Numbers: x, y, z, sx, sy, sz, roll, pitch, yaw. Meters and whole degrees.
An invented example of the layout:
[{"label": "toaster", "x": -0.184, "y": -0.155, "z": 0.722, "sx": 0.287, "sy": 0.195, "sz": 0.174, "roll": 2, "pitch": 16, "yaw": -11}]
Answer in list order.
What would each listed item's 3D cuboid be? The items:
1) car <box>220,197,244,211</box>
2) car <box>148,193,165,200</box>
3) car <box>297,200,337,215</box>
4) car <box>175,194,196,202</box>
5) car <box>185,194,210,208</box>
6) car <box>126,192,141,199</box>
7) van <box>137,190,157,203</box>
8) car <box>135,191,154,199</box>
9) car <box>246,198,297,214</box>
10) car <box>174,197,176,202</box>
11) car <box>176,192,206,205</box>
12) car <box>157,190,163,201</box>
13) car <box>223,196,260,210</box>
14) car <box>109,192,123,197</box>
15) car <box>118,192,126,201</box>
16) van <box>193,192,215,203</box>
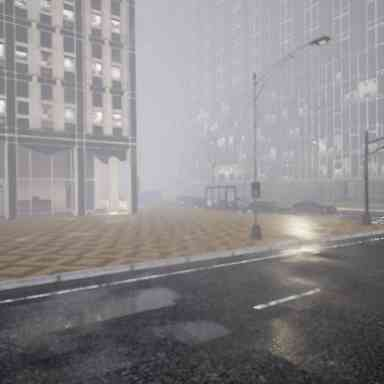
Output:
[{"label": "car", "x": 4.583, "y": 1.412, "z": 37.722, "sx": 1.802, "sy": 1.307, "sz": 4.206, "roll": 0, "pitch": 1, "yaw": -34}, {"label": "car", "x": -7.627, "y": 0.966, "z": 70.672, "sx": 1.802, "sy": 1.307, "sz": 4.206, "roll": 0, "pitch": 1, "yaw": -34}, {"label": "car", "x": 11.721, "y": 1.432, "z": 32.040, "sx": 1.994, "sy": 1.385, "sz": 4.181, "roll": -1, "pitch": 1, "yaw": -34}, {"label": "car", "x": -1.219, "y": 1.074, "z": 61.283, "sx": 1.802, "sy": 1.307, "sz": 4.206, "roll": 0, "pitch": 1, "yaw": -34}, {"label": "car", "x": 1.427, "y": 1.343, "z": 42.449, "sx": 1.947, "sy": 1.339, "sz": 4.313, "roll": 0, "pitch": 1, "yaw": -34}, {"label": "car", "x": -14.036, "y": 0.716, "z": 80.059, "sx": 1.967, "sy": 1.590, "sz": 4.097, "roll": 0, "pitch": 1, "yaw": -34}, {"label": "van", "x": -8.140, "y": 0.960, "z": 56.558, "sx": 1.690, "sy": 1.788, "sz": 3.998, "roll": 0, "pitch": 1, "yaw": -34}, {"label": "car", "x": -10.831, "y": 0.645, "z": 75.363, "sx": 2.192, "sy": 1.841, "sz": 5.009, "roll": 0, "pitch": 1, "yaw": -34}, {"label": "car", "x": 7.773, "y": 1.448, "z": 33.016, "sx": 1.947, "sy": 1.339, "sz": 4.313, "roll": 0, "pitch": 1, "yaw": -34}, {"label": "car", "x": -1.296, "y": 1.071, "z": 56.789, "sx": 1.837, "sy": 1.490, "sz": 4.892, "roll": -1, "pitch": 1, "yaw": -34}, {"label": "car", "x": 0.127, "y": 1.185, "z": 49.050, "sx": 1.837, "sy": 1.490, "sz": 4.892, "roll": -1, "pitch": 1, "yaw": -34}, {"label": "car", "x": -8.141, "y": 0.673, "z": 66.789, "sx": 2.150, "sy": 2.045, "sz": 5.566, "roll": -1, "pitch": 1, "yaw": -34}, {"label": "car", "x": 5.968, "y": 1.301, "z": 40.466, "sx": 1.812, "sy": 1.442, "sz": 4.674, "roll": -1, "pitch": 1, "yaw": -34}, {"label": "car", "x": -20.444, "y": 0.717, "z": 89.448, "sx": 2.008, "sy": 1.369, "sz": 4.403, "roll": 0, "pitch": 1, "yaw": -34}, {"label": "car", "x": -14.549, "y": 1.062, "z": 65.949, "sx": 2.008, "sy": 1.369, "sz": 4.403, "roll": 0, "pitch": 1, "yaw": -34}, {"label": "van", "x": 1.985, "y": 0.886, "z": 56.586, "sx": 1.690, "sy": 1.788, "sz": 3.998, "roll": 0, "pitch": 1, "yaw": -34}]
